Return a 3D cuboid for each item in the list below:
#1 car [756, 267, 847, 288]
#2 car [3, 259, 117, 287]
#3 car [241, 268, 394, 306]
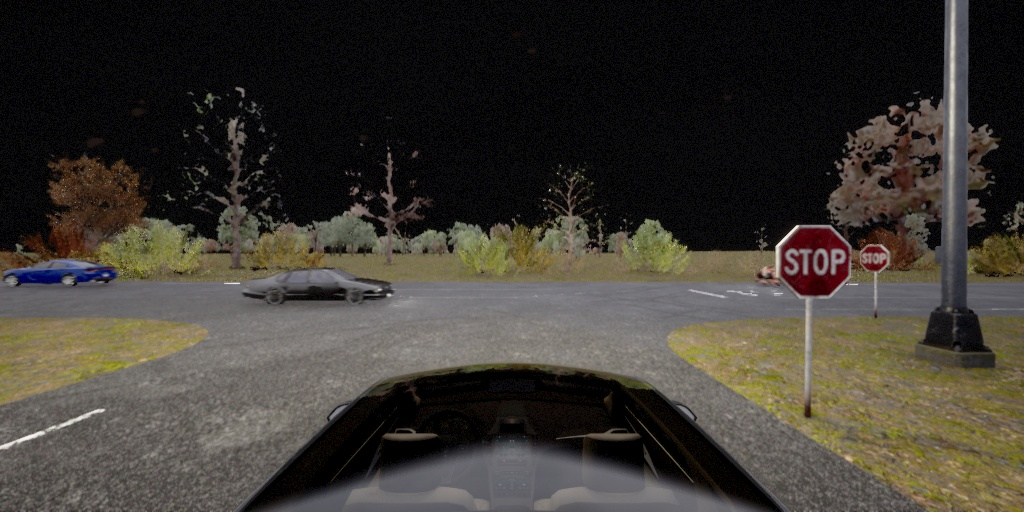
[{"bbox_3d":[17.689,0.995,22.102,4.553,1.767,2.097,0,1,-2],"label":"car"},{"bbox_3d":[-26.190,0.963,20.861,5.008,1.535,1.882,0,1,-2],"label":"car"},{"bbox_3d":[-7.645,1.184,14.409,5.357,1.411,2.033,0,1,-2],"label":"car"}]
